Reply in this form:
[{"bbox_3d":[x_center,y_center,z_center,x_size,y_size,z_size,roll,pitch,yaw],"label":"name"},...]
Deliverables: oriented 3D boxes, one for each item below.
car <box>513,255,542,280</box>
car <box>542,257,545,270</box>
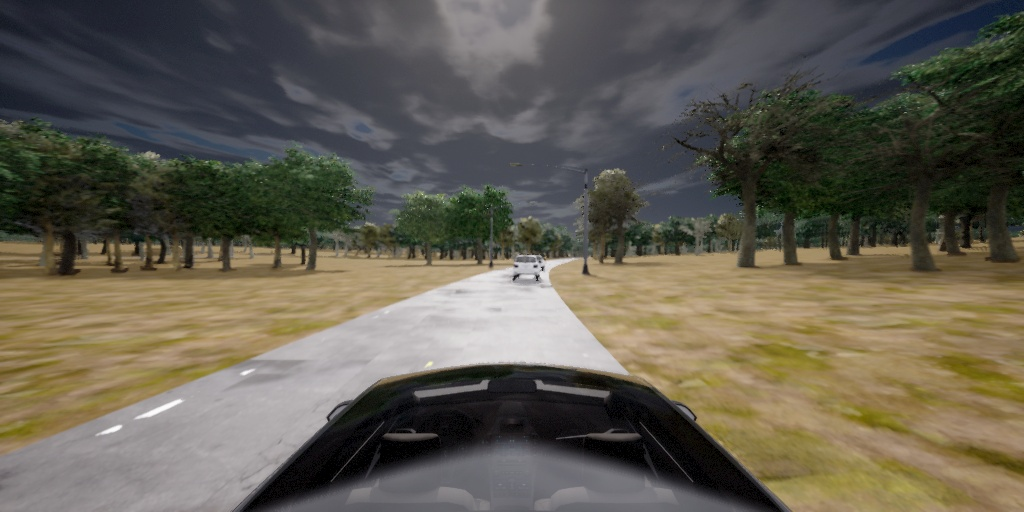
[{"bbox_3d":[1.280,0.941,30.620,2.150,2.045,5.566,0,0,5],"label":"car"},{"bbox_3d":[3.325,0.886,49.310,2.150,2.045,5.566,0,0,8],"label":"car"}]
